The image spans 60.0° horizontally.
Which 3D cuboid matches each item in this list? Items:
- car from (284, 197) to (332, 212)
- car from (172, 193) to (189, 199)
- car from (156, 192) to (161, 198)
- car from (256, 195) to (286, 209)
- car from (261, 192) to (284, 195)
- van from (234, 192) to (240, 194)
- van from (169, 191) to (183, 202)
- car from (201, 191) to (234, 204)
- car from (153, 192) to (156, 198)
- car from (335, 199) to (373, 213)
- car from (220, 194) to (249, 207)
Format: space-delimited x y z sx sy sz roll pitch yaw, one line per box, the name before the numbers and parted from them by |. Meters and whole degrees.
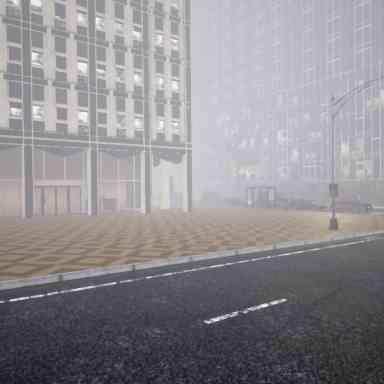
car | 12.733 1.423 36.530 1.947 1.339 4.313 0 1 -34
car | -2.646 0.936 74.194 1.802 1.307 4.206 0 1 -34
car | -5.848 0.615 78.887 2.192 1.841 5.009 0 1 -34
car | 9.546 1.388 41.238 1.802 1.307 4.206 0 1 -34
car | 10.961 0.971 43.937 2.150 2.045 5.566 -1 1 -34
van | 6.958 0.855 60.103 1.690 1.788 3.998 0 1 -34
van | -3.167 0.937 60.080 1.690 1.788 3.998 0 1 -34
car | 3.768 0.851 54.518 2.150 2.045 5.566 -1 2 -34
car | -9.050 0.686 83.584 1.967 1.590 4.097 0 1 -34
car | 16.820 1.408 35.348 1.994 1.385 4.181 -1 1 -34
car | 6.392 1.319 45.966 1.947 1.339 4.313 0 1 -34
